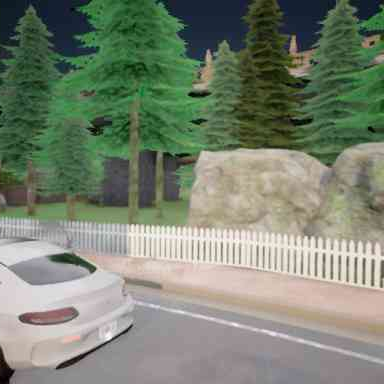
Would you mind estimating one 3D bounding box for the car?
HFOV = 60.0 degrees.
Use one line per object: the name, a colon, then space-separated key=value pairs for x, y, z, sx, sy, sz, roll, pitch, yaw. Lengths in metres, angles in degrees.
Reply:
car: x=-3.057 y=1.440 z=5.062 sx=4.674 sy=1.442 sz=1.812 roll=1 pitch=1 yaw=27
